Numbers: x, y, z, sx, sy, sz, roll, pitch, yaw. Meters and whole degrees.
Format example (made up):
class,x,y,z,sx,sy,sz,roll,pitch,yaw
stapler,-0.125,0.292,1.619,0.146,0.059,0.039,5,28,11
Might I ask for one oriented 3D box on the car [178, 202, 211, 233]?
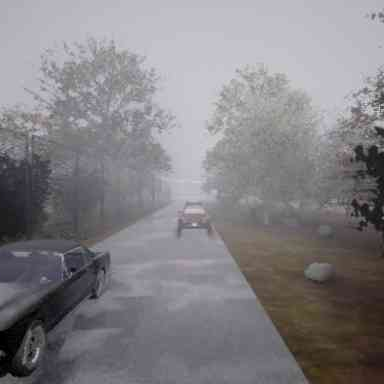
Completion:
class,x,y,z,sx,sy,sz,roll,pitch,yaw
car,0.132,1.520,19.634,1.812,1.442,4.674,0,0,0

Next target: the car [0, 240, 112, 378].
class,x,y,z,sx,sy,sz,roll,pitch,yaw
car,-2.839,1.599,5.657,1.895,1.301,4.718,0,0,0

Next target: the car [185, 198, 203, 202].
class,x,y,z,sx,sy,sz,roll,pitch,yaw
car,0.181,1.466,37.749,1.882,1.535,5.008,0,0,0
